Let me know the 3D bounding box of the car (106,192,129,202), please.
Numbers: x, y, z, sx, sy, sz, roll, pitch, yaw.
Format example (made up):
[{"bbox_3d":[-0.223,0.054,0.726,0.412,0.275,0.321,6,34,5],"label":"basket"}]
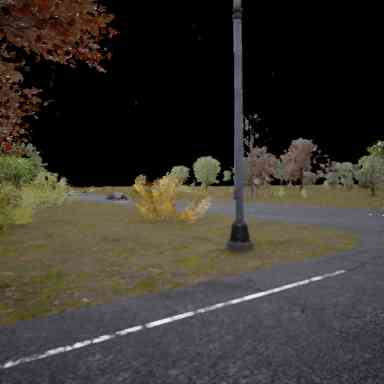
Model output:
[{"bbox_3d":[-11.869,0.715,52.560,2.033,1.411,5.357,-2,2,-35],"label":"car"}]

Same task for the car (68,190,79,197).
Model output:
[{"bbox_3d":[-26.771,0.354,74.977,1.812,1.442,4.674,-2,2,-29],"label":"car"}]
